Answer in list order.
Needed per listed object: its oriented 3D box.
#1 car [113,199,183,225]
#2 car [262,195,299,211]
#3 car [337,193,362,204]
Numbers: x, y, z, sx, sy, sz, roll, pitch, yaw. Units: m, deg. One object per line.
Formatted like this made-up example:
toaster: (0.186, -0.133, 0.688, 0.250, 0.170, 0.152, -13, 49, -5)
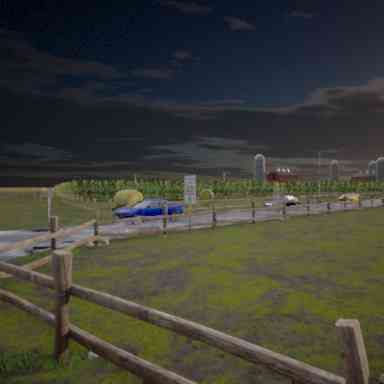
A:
car: (-2.853, 1.252, 22.242, 5.008, 1.535, 1.882, -1, 1, -44)
car: (9.070, 1.074, 33.784, 4.902, 1.511, 2.128, -1, 1, -44)
car: (21.864, 0.897, 46.043, 5.008, 1.535, 1.882, -1, 1, -44)
